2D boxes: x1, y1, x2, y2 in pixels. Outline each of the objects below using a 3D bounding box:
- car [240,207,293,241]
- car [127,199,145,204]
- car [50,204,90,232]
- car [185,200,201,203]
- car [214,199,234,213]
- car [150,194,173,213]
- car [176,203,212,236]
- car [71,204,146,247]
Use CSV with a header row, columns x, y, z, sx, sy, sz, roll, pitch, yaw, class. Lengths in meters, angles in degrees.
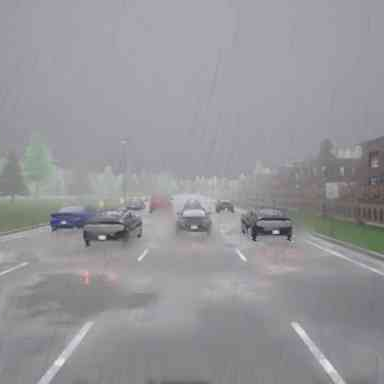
x,y,z,sx,sy,sz,roll,pitch,yaw,class
3.600,1.503,16.684,2.128,1.511,4.902,0,0,0,car
-6.900,1.594,40.702,1.994,1.385,4.181,0,0,0,car
-6.900,1.493,20.382,1.882,1.535,5.008,0,0,0,car
0.100,1.592,38.243,1.994,1.385,4.181,0,0,0,car
3.601,1.532,37.553,1.837,1.490,4.892,0,0,0,car
-3.400,1.249,37.216,2.150,2.045,5.566,0,0,0,car
0.100,1.539,18.383,1.812,1.442,4.674,0,0,0,car
-3.400,1.503,15.015,2.128,1.511,4.902,0,0,0,car
